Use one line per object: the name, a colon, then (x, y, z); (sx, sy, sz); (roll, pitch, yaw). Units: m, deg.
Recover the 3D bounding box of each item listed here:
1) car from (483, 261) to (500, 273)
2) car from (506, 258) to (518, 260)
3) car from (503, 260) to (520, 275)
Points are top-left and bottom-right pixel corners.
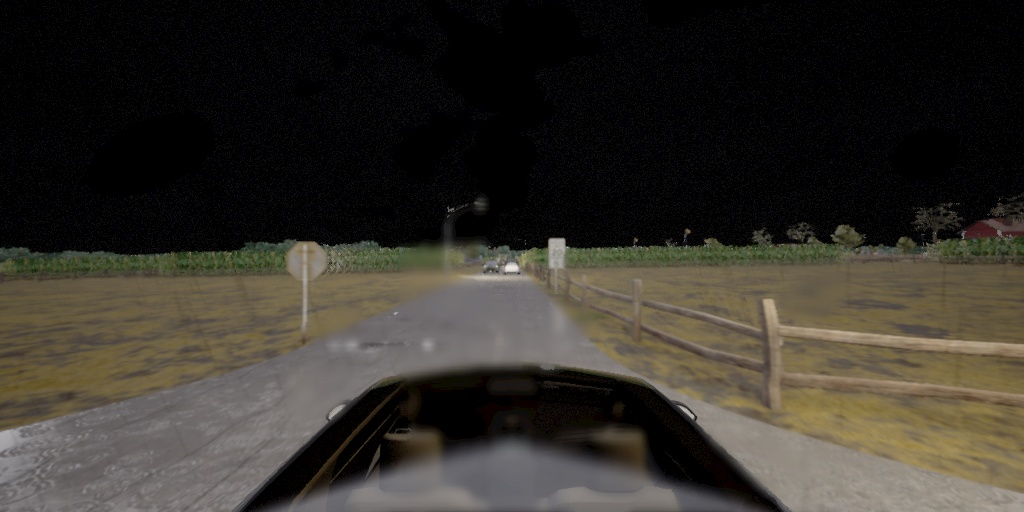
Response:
car: (-2.756, 1.399, 48.394); (2.097, 1.767, 4.553); (0, 0, 0)
car: (-0.006, 1.322, 53.874); (2.150, 2.045, 5.566); (0, 0, 0)
car: (-0.005, 1.534, 43.773); (1.812, 1.442, 4.674); (0, 0, 0)
